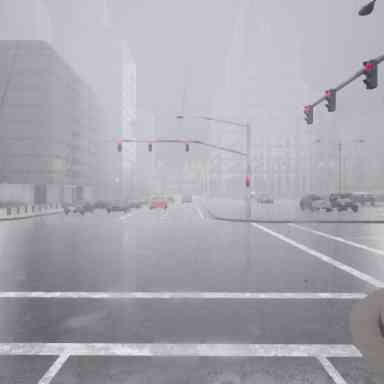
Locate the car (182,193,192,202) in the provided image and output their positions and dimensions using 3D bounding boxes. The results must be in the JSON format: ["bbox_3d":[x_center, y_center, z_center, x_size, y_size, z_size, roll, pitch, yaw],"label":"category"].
[{"bbox_3d":[-1.101,1.181,74.352,2.097,1.767,4.553,0,0,0],"label":"car"}]

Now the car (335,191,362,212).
[{"bbox_3d":[16.064,1.156,35.650,1.905,1.878,3.866,0,0,0],"label":"car"}]

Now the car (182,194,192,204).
[{"bbox_3d":[-1.051,1.601,65.624,1.895,1.301,4.718,0,0,0],"label":"car"}]

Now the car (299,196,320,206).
[{"bbox_3d":[18.731,1.395,53.123,1.970,1.475,3.806,0,0,0],"label":"car"}]

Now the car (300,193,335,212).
[{"bbox_3d":[13.169,1.153,35.698,1.932,1.855,4.605,0,0,0],"label":"car"}]

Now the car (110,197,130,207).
[{"bbox_3d":[-11.576,1.547,53.905,2.033,1.411,5.357,0,0,0],"label":"car"}]

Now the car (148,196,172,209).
[{"bbox_3d":[-4.344,1.352,45.560,2.097,1.767,4.553,0,0,0],"label":"car"}]

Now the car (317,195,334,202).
[{"bbox_3d":[27.361,1.364,68.243,1.784,1.438,3.905,0,0,0],"label":"car"}]

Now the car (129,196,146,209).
[{"bbox_3d":[-8.034,1.352,45.393,2.097,1.767,4.553,0,0,0],"label":"car"}]

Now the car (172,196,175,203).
[{"bbox_3d":[-4.462,1.504,67.471,1.837,1.490,4.892,0,0,0],"label":"car"}]

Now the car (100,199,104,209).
[{"bbox_3d":[-11.524,1.601,43.365,1.895,1.301,4.718,0,0,0],"label":"car"}]

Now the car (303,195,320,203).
[{"bbox_3d":[24.466,1.395,68.238,1.970,1.475,3.806,0,0,0],"label":"car"}]

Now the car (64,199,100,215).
[{"bbox_3d":[-11.471,1.492,34.097,2.128,1.511,4.902,0,0,0],"label":"car"}]

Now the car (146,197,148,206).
[{"bbox_3d":[-8.080,1.491,55.277,2.128,1.511,4.902,0,0,0],"label":"car"}]

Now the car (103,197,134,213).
[{"bbox_3d":[-7.986,1.564,36.691,1.994,1.385,4.181,0,0,0],"label":"car"}]
